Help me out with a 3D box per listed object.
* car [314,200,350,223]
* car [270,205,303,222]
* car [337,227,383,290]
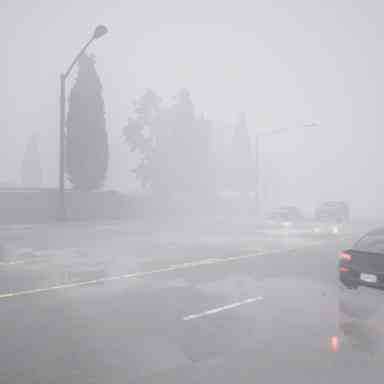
[{"bbox_3d":[13.662,1.825,32.147,2.150,2.045,5.566,0,-2,37],"label":"car"},{"bbox_3d":[9.264,2.037,32.263,1.812,1.442,4.674,0,-2,39],"label":"car"},{"bbox_3d":[5.281,1.576,8.123,4.674,1.442,1.812,1,0,-40],"label":"car"}]
